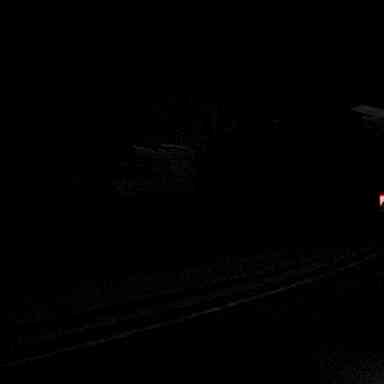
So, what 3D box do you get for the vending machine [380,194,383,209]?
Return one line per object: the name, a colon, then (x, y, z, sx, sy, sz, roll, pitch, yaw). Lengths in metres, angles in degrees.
vending machine: (26.416, 1.290, 45.344, 1.100, 2.100, 0.880, 0, 0, -16)
